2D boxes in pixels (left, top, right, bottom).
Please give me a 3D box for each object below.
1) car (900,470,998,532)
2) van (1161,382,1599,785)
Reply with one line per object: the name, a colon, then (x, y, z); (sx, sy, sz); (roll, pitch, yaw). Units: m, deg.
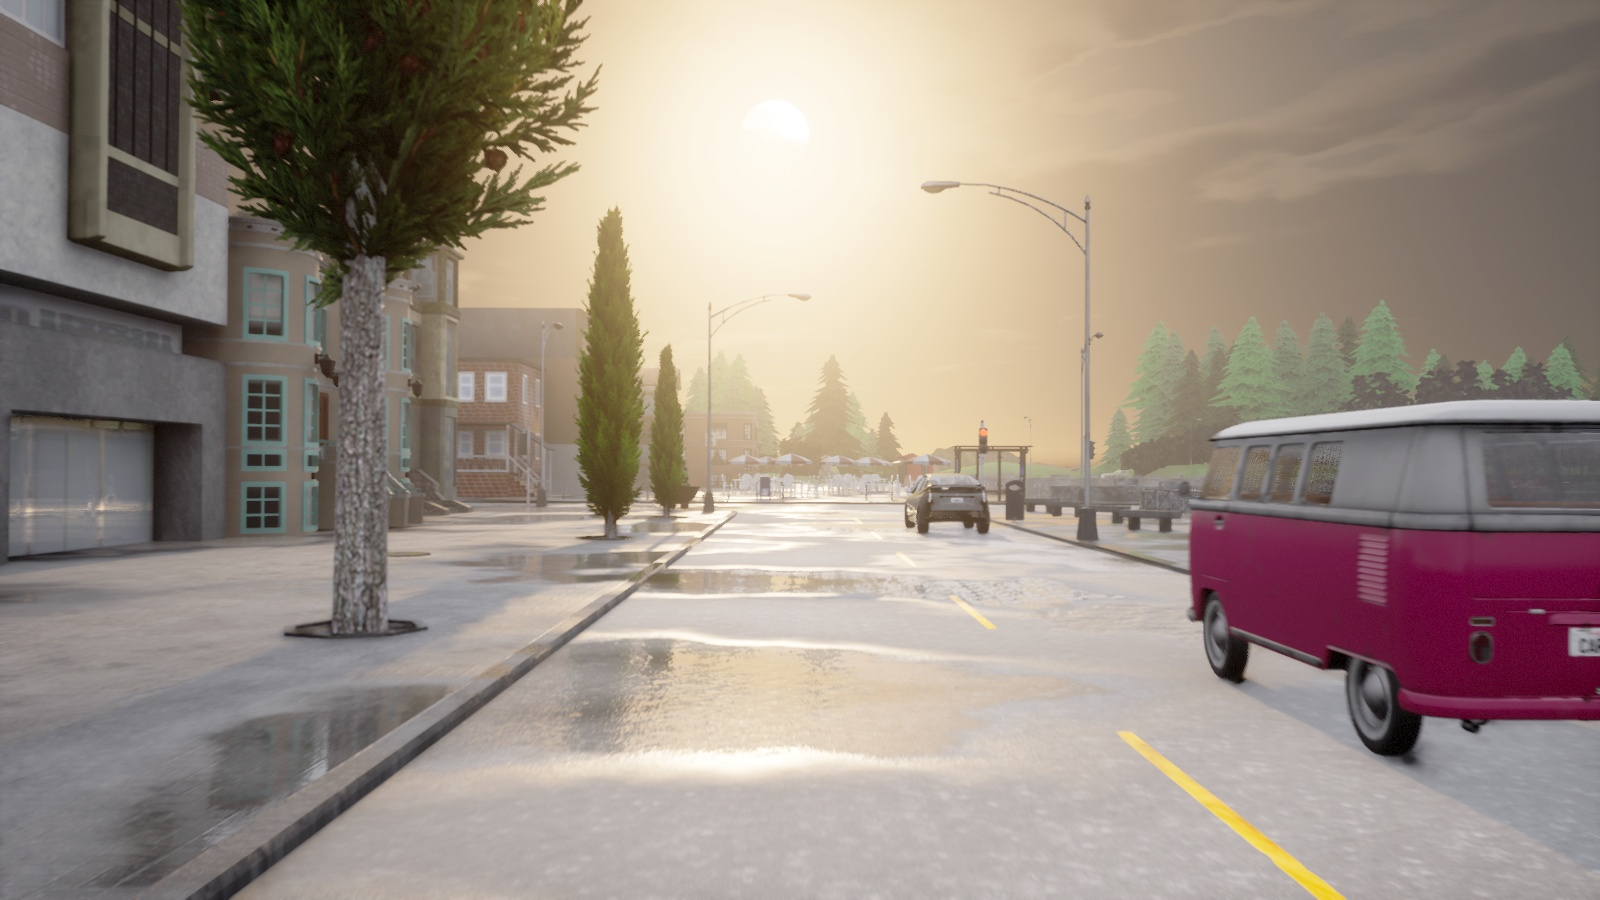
car: (3.882, 1.305, 33.375); (2.007, 1.525, 4.514); (0, -1, -1)
van: (3.965, 0.693, 8.441); (1.775, 1.987, 4.442); (0, -1, 0)
